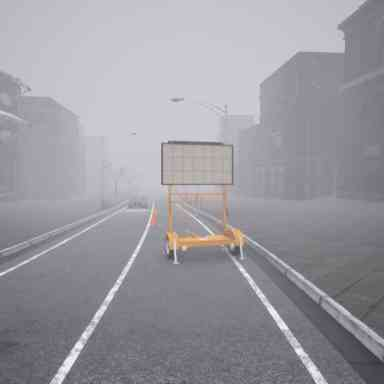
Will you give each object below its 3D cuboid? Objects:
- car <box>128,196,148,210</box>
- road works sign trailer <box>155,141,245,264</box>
[{"bbox_3d":[-5.652,1.085,35.046,1.994,1.385,4.181,0,1,-6],"label":"car"},{"bbox_3d":[0.140,0.175,10.820,2.380,3.560,2.880,-1,1,-16],"label":"road works sign trailer"}]
